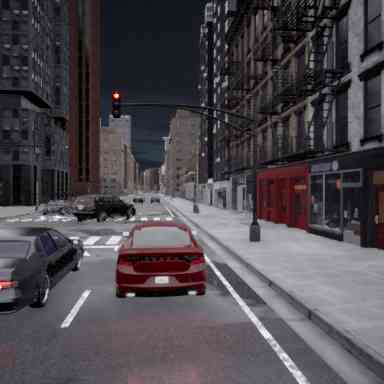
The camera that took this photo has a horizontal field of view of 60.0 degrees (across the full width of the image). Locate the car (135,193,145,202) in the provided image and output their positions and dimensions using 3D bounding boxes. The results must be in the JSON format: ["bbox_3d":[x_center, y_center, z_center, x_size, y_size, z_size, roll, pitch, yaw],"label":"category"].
[{"bbox_3d":[-11.665,1.217,75.117,2.097,1.767,4.553,0,0,-6],"label":"car"}]

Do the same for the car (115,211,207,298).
[{"bbox_3d":[-0.812,1.477,8.617,1.882,1.535,5.008,0,0,-6],"label":"car"}]

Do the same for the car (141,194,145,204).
[{"bbox_3d":[-10.493,1.503,64.794,1.882,1.535,5.008,0,0,-6],"label":"car"}]

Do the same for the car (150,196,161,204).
[{"bbox_3d":[-7.169,1.530,65.205,1.837,1.490,4.892,0,0,-6],"label":"car"}]

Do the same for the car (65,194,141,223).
[{"bbox_3d":[-6.664,1.227,25.638,2.150,2.045,5.566,2,1,25],"label":"car"}]

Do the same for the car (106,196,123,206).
[{"bbox_3d":[-12.694,1.512,54.767,2.128,1.511,4.902,0,0,-6],"label":"car"}]

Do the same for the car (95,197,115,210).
[{"bbox_3d":[-11.560,1.493,44.652,1.882,1.535,5.008,0,0,-6],"label":"car"}]

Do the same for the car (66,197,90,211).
[{"bbox_3d":[-14.651,1.492,43.049,1.882,1.535,5.008,0,0,-6],"label":"car"}]

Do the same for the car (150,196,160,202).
[{"bbox_3d":[-8.438,1.570,75.506,2.033,1.411,5.357,0,0,-6],"label":"car"}]

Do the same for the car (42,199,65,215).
[{"bbox_3d":[-13.598,1.514,33.670,1.837,1.490,4.892,0,0,-6],"label":"car"}]

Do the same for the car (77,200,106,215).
[{"bbox_3d":[-10.481,1.557,35.009,2.033,1.411,5.357,0,0,-6],"label":"car"}]

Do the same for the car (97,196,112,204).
[{"bbox_3d":[-17.146,1.518,65.644,2.128,1.511,4.902,0,0,-6],"label":"car"}]

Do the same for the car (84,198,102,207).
[{"bbox_3d":[-15.791,1.621,53.202,1.895,1.301,4.718,0,0,-6],"label":"car"}]

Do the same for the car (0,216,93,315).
[{"bbox_3d":[-3.918,1.547,7.745,2.033,1.411,5.357,0,0,-6],"label":"car"}]
